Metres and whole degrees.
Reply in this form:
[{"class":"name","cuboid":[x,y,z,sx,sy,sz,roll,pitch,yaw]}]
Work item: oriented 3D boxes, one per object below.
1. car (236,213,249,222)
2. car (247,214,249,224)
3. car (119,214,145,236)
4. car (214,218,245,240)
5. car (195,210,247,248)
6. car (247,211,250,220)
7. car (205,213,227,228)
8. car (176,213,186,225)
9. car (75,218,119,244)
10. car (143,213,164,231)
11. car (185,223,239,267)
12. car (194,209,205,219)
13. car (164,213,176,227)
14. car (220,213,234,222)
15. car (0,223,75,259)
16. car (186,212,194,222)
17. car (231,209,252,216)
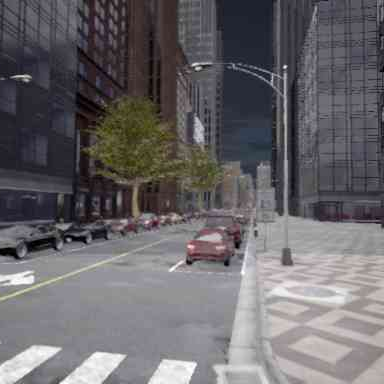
[{"class":"car","cuboid":[8.032,4.002,52.494,1.947,1.339,4.313,0,-3,11]},{"class":"car","cuboid":[3.903,2.945,30.345,1.947,1.339,4.313,0,-3,11]},{"class":"car","cuboid":[-5.509,2.687,26.375,1.802,1.307,4.206,0,-3,11]},{"class":"car","cuboid":[2.871,2.685,24.809,1.947,1.339,4.313,0,-3,11]},{"class":"car","cuboid":[1.842,2.175,19.283,2.192,1.841,5.009,0,-3,11]},{"class":"car","cuboid":[5.968,3.450,41.421,1.887,1.381,4.507,0,-3,11]},{"class":"car","cuboid":[2.875,3.246,38.837,2.128,1.511,4.902,0,-3,10]},{"class":"car","cuboid":[-2.442,3.409,42.823,1.752,1.417,4.829,0,-3,11]},{"class":"car","cuboid":[-6.541,2.412,20.837,1.947,1.339,4.313,0,-3,11]},{"class":"car","cuboid":[-4.475,2.806,31.918,1.967,1.590,4.097,0,-3,11]},{"class":"car","cuboid":[0.807,2.185,13.733,1.802,1.307,4.206,0,-3,11]},{"class":"car","cuboid":[0.685,4.234,59.604,1.887,1.381,4.507,0,-3,11]},{"class":"car","cuboid":[-3.444,3.210,37.450,1.802,1.307,4.206,0,-3,11]},{"class":"car","cuboid":[5.703,4.084,54.016,1.895,1.301,4.718,0,-3,11]},{"class":"car","cuboid":[-7.573,2.155,15.298,1.947,1.339,4.313,0,-3,11]},{"class":"car","cuboid":[-1.380,3.722,48.527,1.947,1.339,4.313,0,-3,11]},{"class":"car","cuboid":[7.003,3.486,46.969,2.192,1.841,5.009,0,-3,11]}]
